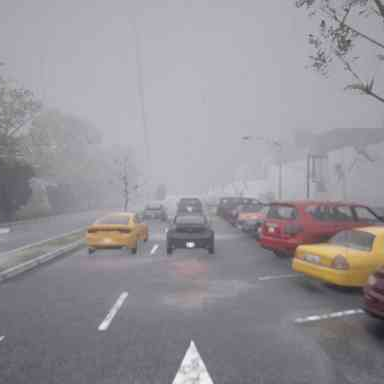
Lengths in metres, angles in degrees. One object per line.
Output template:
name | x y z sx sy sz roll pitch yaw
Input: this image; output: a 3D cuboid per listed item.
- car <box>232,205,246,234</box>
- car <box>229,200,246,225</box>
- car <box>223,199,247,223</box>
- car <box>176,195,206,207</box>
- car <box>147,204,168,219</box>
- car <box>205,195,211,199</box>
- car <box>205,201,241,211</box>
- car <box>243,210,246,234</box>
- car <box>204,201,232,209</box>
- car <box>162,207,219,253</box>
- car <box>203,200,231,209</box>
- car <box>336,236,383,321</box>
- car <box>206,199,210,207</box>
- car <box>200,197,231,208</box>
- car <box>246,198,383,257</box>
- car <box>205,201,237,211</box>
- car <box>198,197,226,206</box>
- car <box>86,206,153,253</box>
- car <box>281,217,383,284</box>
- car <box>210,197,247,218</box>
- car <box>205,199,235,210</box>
car | 4.979 1.655 17.559 4.892 1.521 2.231 1 0 -20
car | 4.980 1.560 20.571 4.553 1.767 2.185 1 0 -20
car | 4.893 1.592 23.556 4.553 1.767 2.185 1 -1 -20
car | -0.191 1.518 29.065 2.150 2.045 5.566 0 -1 0
car | -3.191 1.799 29.313 2.128 1.511 4.902 0 -1 0
car | 4.756 1.720 41.552 5.566 2.045 2.435 1 -1 -20
car | 4.696 2.125 50.566 5.008 1.535 2.097 1 -1 -20
car | 5.021 1.653 14.575 4.792 1.488 2.163 1 -1 -20
car | 4.633 2.308 59.565 4.674 1.452 2.002 1 0 -20
car | -0.069 1.644 14.327 1.837 1.490 4.892 0 0 0
car | 4.631 2.332 62.590 4.792 1.488 2.163 1 -1 -20
car | 5.051 1.579 5.555 4.674 1.452 2.002 1 -1 -20
car | 4.627 1.916 38.495 5.366 1.575 1.946 1 -1 -20
car | 4.610 2.085 65.591 5.566 2.045 2.435 1 -1 -20
car | 5.047 1.344 11.575 5.566 2.045 2.435 1 -1 -20
car | 4.682 2.215 53.566 4.674 1.452 2.002 1 -1 -20
car | 4.486 2.157 74.571 5.566 2.045 2.435 1 0 -20
car | -3.069 1.616 14.484 1.882 1.535 5.008 0 0 0
car | 5.213 1.567 8.624 5.366 1.575 1.946 1 -1 -20
car | 4.901 1.542 29.584 5.566 2.045 2.435 1 -1 -20
car | 4.687 2.096 56.579 4.553 1.767 2.185 1 -1 -20
